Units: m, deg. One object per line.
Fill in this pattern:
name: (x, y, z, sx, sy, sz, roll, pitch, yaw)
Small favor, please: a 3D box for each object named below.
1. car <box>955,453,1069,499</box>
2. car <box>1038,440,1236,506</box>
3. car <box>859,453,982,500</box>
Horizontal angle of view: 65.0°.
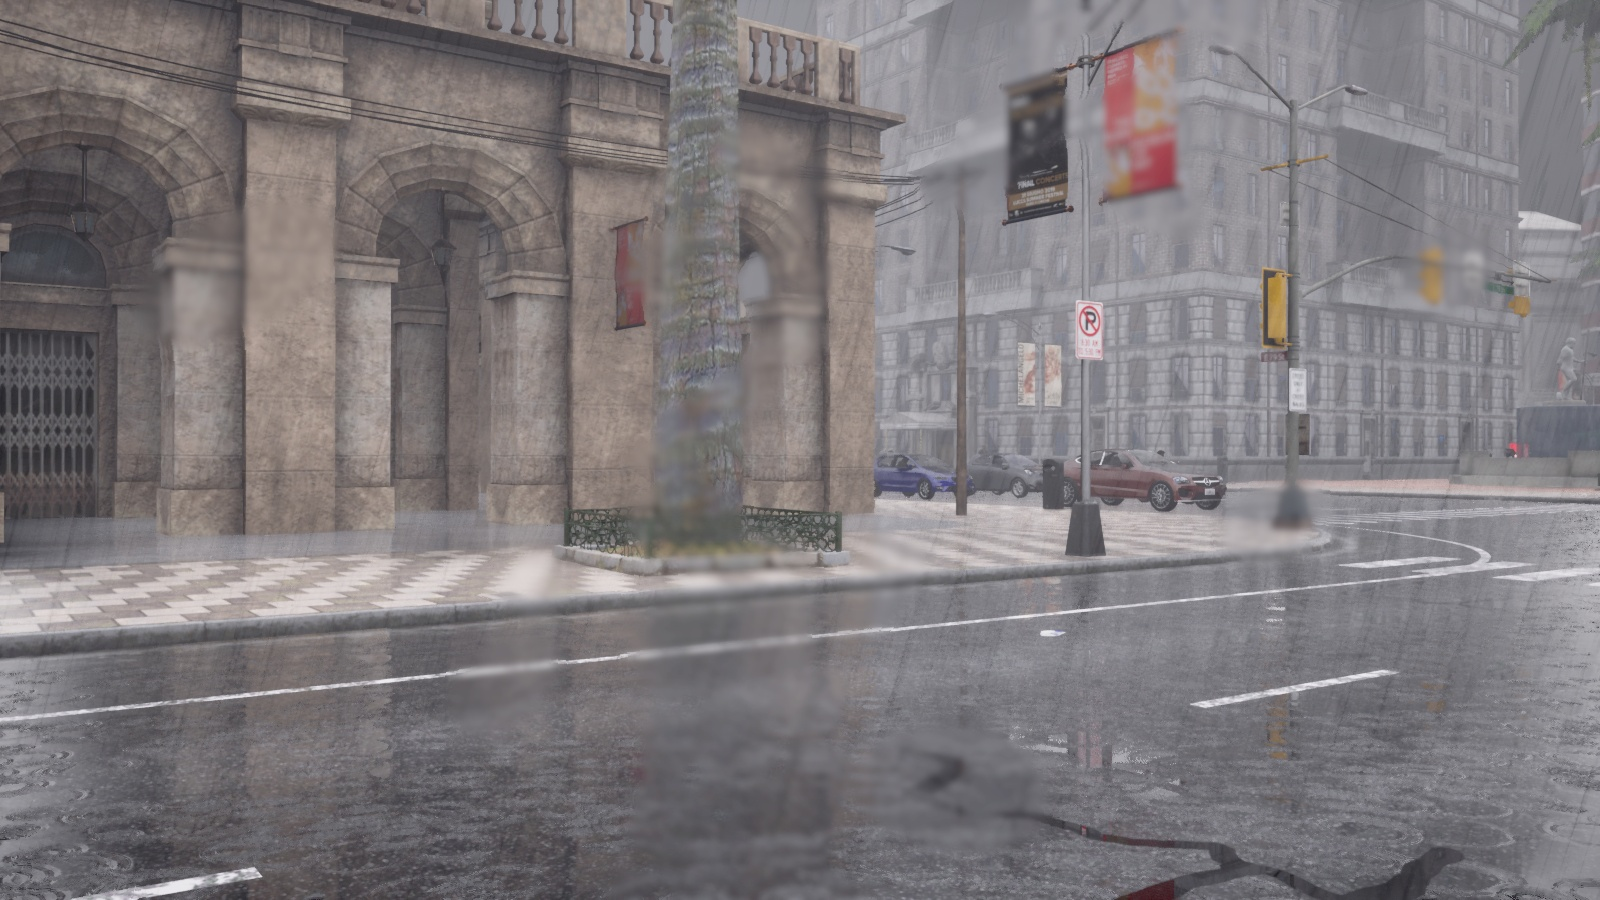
car: (7.234, 0.849, 43.140, 1.845, 1.501, 3.633, 0, 0, -35)
car: (9.144, 0.588, 34.468, 2.152, 1.651, 5.027, 0, 0, -35)
car: (3.948, 0.852, 41.834, 1.816, 1.474, 4.193, 0, 0, -34)
